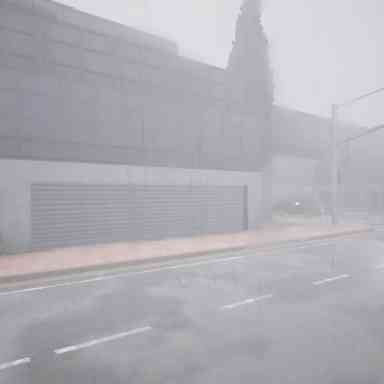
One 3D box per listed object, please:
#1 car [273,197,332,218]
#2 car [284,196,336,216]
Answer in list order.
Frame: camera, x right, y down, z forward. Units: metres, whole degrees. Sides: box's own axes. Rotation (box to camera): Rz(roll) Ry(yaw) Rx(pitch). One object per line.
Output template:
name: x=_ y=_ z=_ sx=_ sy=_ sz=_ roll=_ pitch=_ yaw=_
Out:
car: x=9.695 y=1.491 z=30.350 sx=2.128 sy=1.511 sz=4.902 roll=0 pitch=0 yaw=-37
car: x=11.785 y=1.352 z=33.407 sx=2.097 sy=1.767 sz=4.553 roll=0 pitch=0 yaw=-37
